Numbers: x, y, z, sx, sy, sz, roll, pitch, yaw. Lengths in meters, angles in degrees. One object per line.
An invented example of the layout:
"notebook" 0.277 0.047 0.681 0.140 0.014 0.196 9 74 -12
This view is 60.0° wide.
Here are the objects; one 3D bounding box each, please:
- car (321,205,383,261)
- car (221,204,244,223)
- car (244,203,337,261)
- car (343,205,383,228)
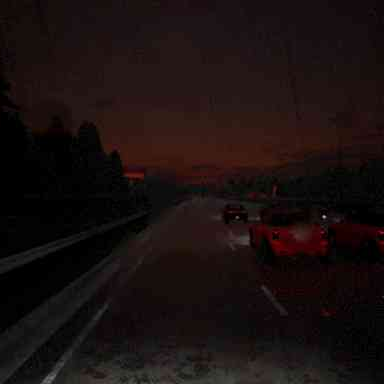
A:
"car" 7.043 1.485 12.980 2.097 1.767 4.553 0 -1 1
"car" 3.543 1.778 28.068 2.128 1.511 4.902 0 -1 1
"car" 3.543 1.484 12.980 2.097 1.767 4.553 0 -1 1
"car" 14.020 1.812 25.898 2.033 1.411 5.357 0 -1 0
